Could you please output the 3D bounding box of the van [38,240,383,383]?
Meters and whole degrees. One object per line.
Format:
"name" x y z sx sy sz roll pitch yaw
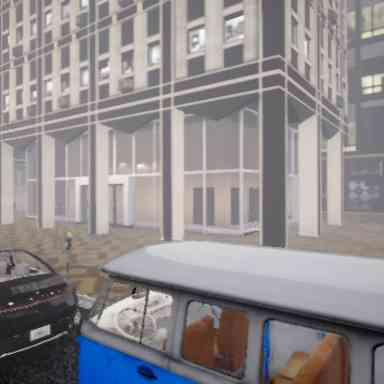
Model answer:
"van" 0.882 1.343 2.245 3.998 1.788 1.690 0 0 35

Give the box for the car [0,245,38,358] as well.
"car" -3.717 1.572 5.523 4.403 1.369 2.008 0 0 35
